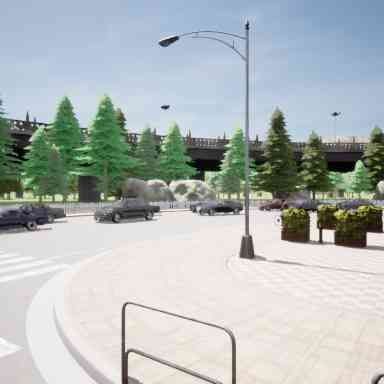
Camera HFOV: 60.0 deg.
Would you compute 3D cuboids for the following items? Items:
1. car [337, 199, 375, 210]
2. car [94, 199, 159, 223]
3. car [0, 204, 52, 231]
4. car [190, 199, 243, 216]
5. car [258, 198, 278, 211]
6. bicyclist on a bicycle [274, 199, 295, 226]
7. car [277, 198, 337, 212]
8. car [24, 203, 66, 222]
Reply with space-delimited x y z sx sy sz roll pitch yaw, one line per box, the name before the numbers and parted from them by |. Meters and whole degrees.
car | 19.734 1.509 40.189 4.181 1.385 1.994 0 0 0
car | -5.075 1.297 25.061 2.097 1.767 4.553 0 0 41
car | -10.533 1.545 18.200 1.895 1.301 4.718 0 0 36
car | 2.673 1.436 31.952 4.902 1.511 2.128 0 0 -30
car | 9.958 1.470 38.811 4.674 1.442 1.812 0 0 -15
bicyclist on a bicycle | 5.535 1.245 19.605 0.582 1.620 1.656 0 0 -44
car | 12.450 1.492 36.110 5.357 1.411 2.033 0 0 -12
car | -11.410 1.492 22.732 2.033 1.411 5.357 0 0 37
